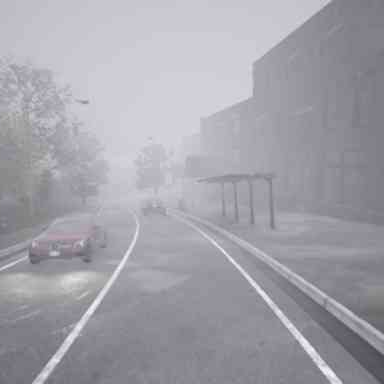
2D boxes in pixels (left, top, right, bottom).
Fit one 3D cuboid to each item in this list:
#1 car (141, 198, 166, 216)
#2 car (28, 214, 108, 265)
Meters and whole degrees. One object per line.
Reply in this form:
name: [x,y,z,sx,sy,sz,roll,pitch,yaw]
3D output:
car: [-3.884,1.330,32.588,2.097,1.767,4.553,-1,0,-12]
car: [-4.234,1.548,12.050,1.812,1.442,4.674,-1,0,-5]
